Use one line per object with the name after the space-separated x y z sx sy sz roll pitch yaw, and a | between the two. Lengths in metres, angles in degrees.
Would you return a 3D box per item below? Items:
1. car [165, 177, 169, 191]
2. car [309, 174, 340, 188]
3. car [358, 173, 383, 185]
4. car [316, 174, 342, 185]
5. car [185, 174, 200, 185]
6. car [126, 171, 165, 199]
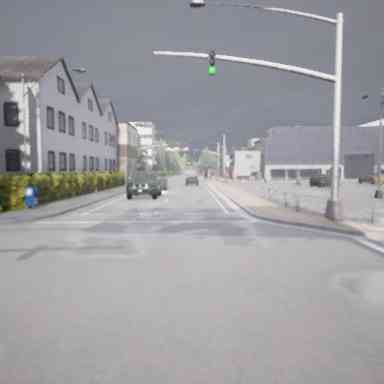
-3.585 -0.993 35.922 1.837 1.490 4.892 0 4 0 | car
15.428 -1.244 39.510 2.007 1.523 4.514 0 4 0 | car
25.489 -1.877 46.883 2.152 1.636 5.027 0 4 0 | car
19.072 -1.777 46.548 1.970 1.475 3.806 0 4 0 | car
0.015 -1.737 46.955 2.128 1.511 4.902 0 4 0 | car
-3.597 -0.603 25.768 2.150 2.045 5.566 0 4 0 | car
